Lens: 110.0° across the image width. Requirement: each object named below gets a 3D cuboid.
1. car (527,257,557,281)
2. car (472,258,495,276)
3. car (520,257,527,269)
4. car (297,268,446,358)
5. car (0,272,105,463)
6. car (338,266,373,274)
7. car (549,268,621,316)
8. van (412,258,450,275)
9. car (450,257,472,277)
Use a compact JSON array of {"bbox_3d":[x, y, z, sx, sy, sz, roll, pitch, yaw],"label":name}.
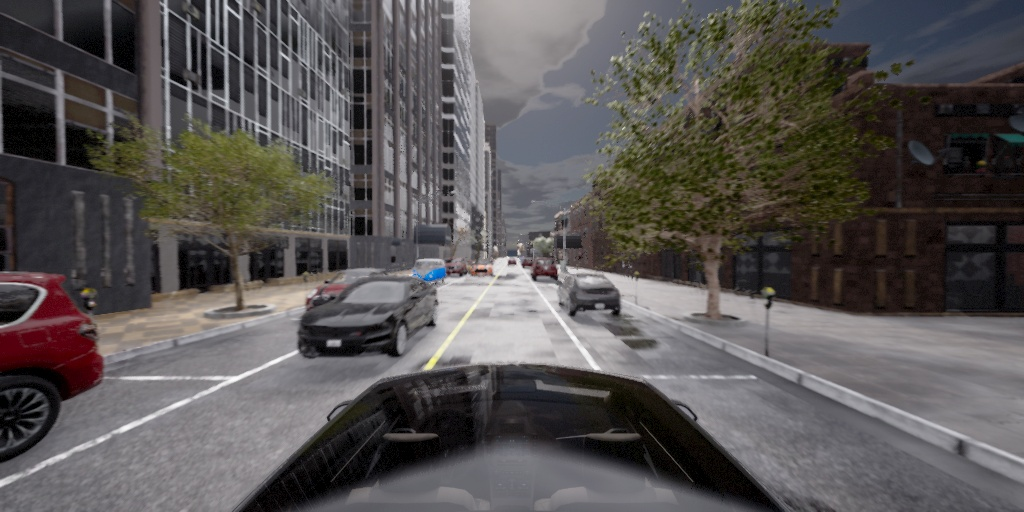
[{"bbox_3d":[2.693,1.058,30.522,2.192,1.841,5.009,0,0,0],"label":"car"},{"bbox_3d":[-2.997,1.171,36.959,2.097,1.767,4.553,0,0,0],"label":"car"},{"bbox_3d":[2.696,1.056,58.195,2.192,1.841,5.009,0,0,0],"label":"car"},{"bbox_3d":[-3.089,1.233,8.726,1.882,1.535,5.008,0,0,0],"label":"car"},{"bbox_3d":[-5.792,1.075,2.131,2.192,1.841,5.009,0,0,0],"label":"car"},{"bbox_3d":[-5.701,1.200,13.201,1.967,1.591,4.097,0,0,0],"label":"car"},{"bbox_3d":[2.703,1.296,13.183,2.007,1.370,4.403,0,0,0],"label":"car"},{"bbox_3d":[-5.688,1.100,24.998,1.690,1.789,3.998,0,0,0],"label":"van"},{"bbox_3d":[-5.687,1.073,36.068,2.192,1.841,5.009,0,0,0],"label":"car"}]
